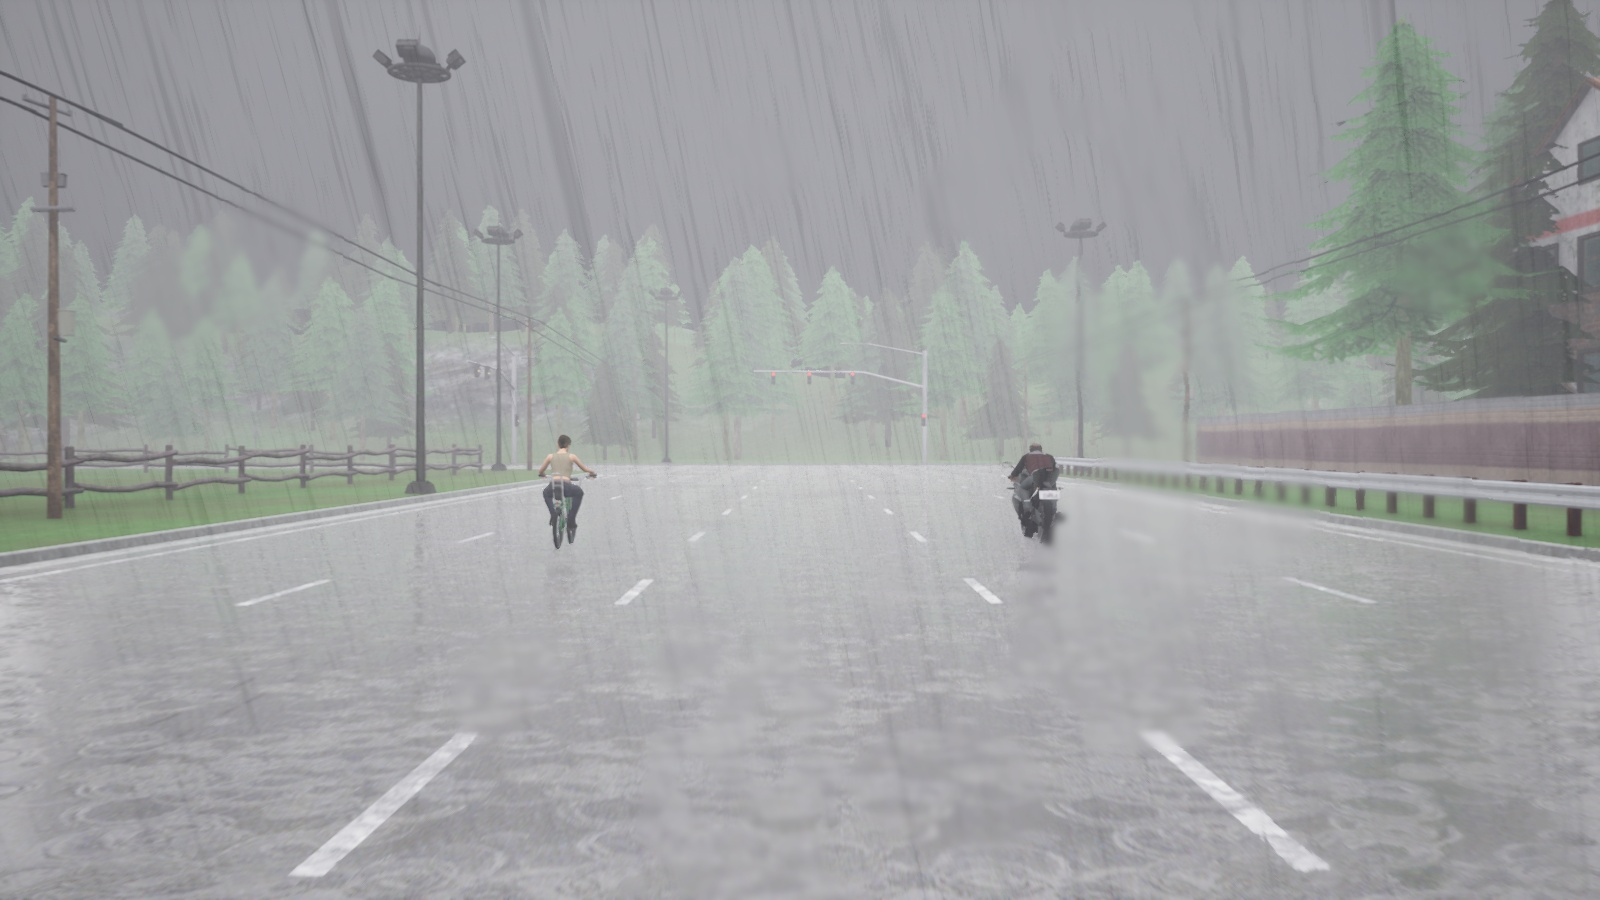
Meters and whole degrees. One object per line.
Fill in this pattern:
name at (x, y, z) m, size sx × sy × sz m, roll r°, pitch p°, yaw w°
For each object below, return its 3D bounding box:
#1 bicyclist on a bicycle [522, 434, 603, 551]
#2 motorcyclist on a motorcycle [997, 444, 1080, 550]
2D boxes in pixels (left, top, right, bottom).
bicyclist on a bicycle at (-3.385, 0.581, 18.045) m, size 0.866 × 1.612 × 1.509 m, roll 0°, pitch 0°, yaw 1°
motorcyclist on a motorcycle at (3.625, 0.678, 19.253) m, size 0.866 × 1.530 × 2.191 m, roll 0°, pitch 0°, yaw 0°
